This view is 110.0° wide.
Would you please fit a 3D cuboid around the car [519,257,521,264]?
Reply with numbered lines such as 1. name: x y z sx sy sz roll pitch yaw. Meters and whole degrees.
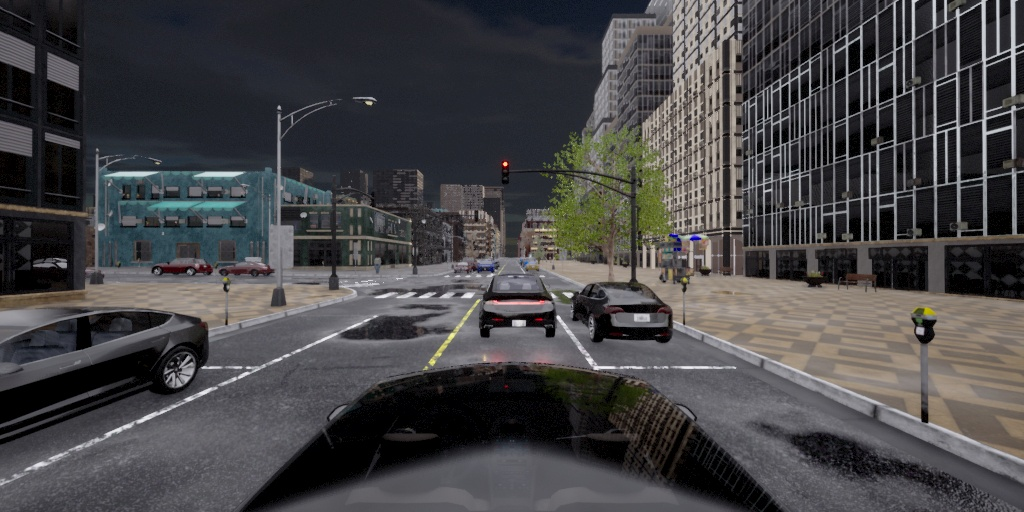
1. car: 2.687 1.305 64.194 2.007 1.370 4.403 0 0 0

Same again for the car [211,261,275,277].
1. car: -22.823 1.090 30.900 4.207 1.307 1.802 0 0 -1

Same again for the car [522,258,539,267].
1. car: 2.688 1.278 47.711 1.751 1.417 4.829 0 0 0

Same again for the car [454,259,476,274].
1. car: -5.692 1.334 41.987 1.802 1.307 4.207 0 0 0

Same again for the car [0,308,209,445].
1. car: -5.689 1.316 3.972 1.948 1.339 4.313 0 0 0

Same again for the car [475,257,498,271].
1. car: -3.103 1.230 43.661 1.882 1.535 5.008 0 0 0

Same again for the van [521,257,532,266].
1. van: 2.688 1.094 53.093 1.690 1.789 3.998 0 0 0

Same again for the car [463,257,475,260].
1. car: -5.692 1.068 47.538 2.192 1.841 5.009 0 0 0

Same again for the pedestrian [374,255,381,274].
1. pedestrian: -12.751 0.789 33.992 0.375 1.860 0.375 0 -1 -1

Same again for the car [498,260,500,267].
1. car: -3.082 1.318 53.512 1.994 1.385 4.181 0 0 1

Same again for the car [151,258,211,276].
1. car: -28.370 0.879 30.822 4.097 1.591 1.967 0 0 -1

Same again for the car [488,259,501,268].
1. car: -3.064 1.302 63.960 2.033 1.411 5.357 0 0 0

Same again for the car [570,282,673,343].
1. car: 2.691 1.316 9.512 1.948 1.339 4.313 0 0 0

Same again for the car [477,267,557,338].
1. car: 0.110 1.242 10.182 2.128 1.511 4.902 0 0 -1

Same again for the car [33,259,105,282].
1. car: -28.251 0.980 22.442 4.207 1.307 1.802 0 0 -1
